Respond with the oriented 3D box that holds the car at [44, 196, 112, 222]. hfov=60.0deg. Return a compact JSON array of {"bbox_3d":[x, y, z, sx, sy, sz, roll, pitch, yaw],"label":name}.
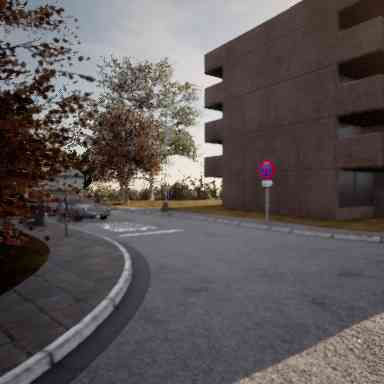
[{"bbox_3d":[-6.678,0.911,19.304,4.718,1.301,1.895,3,2,41],"label":"car"}]
